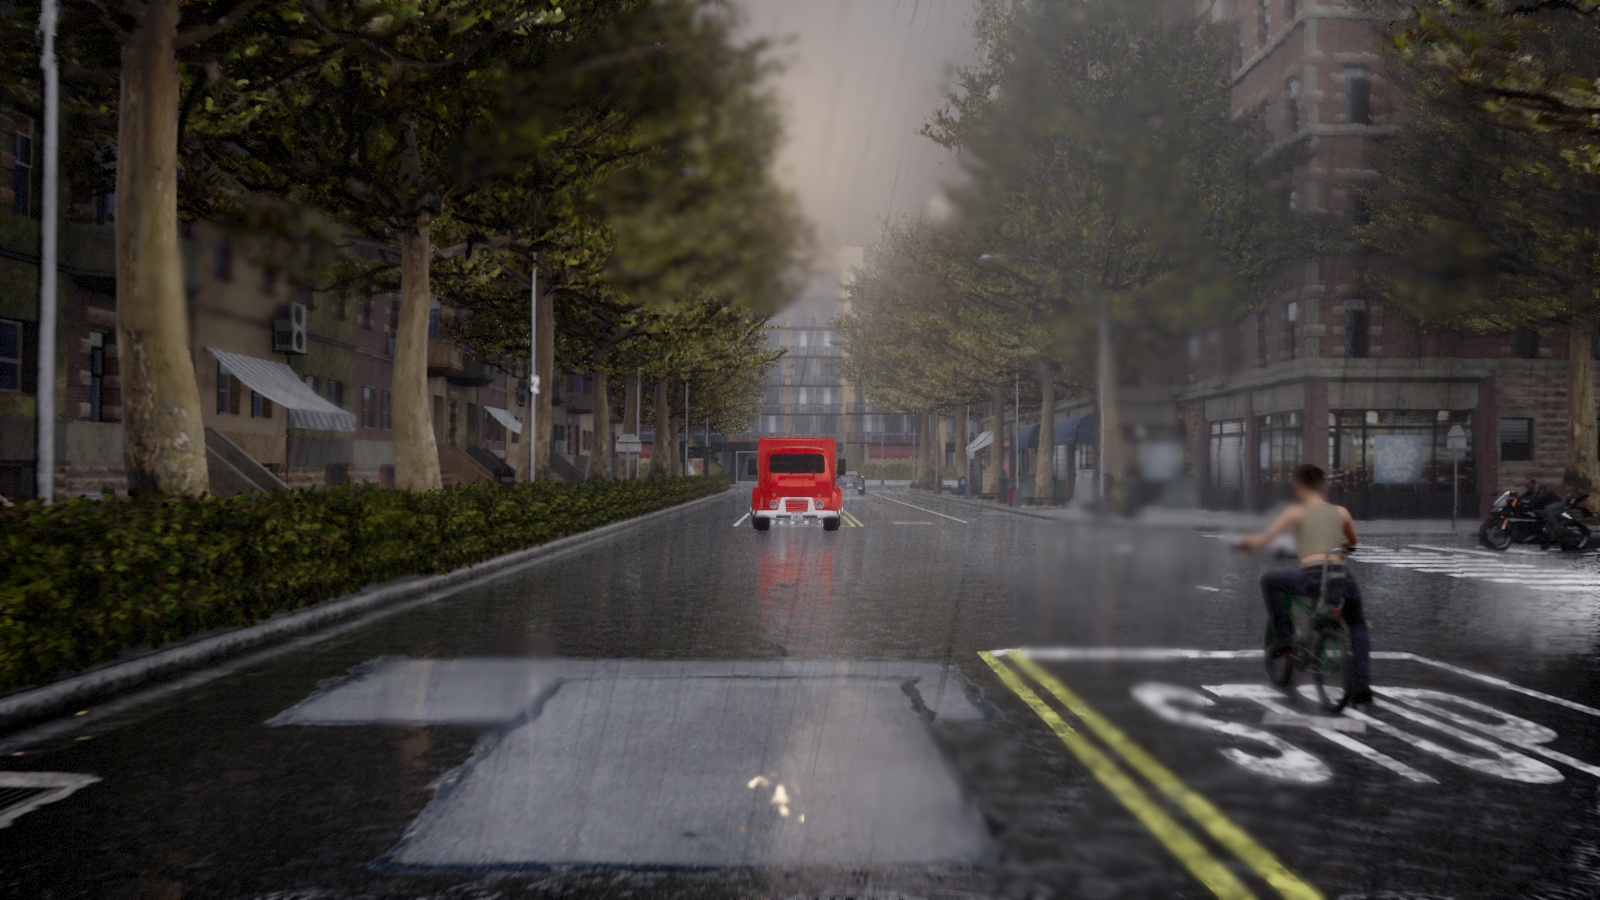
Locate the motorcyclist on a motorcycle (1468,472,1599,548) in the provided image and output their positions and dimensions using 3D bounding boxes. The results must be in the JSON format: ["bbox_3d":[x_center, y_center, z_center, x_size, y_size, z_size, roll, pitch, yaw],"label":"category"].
[{"bbox_3d":[15.011,1.220,25.726,2.191,1.530,0.866,0,-1,0],"label":"motorcyclist on a motorcycle"}]

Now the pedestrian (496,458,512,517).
[{"bbox_3d":[-9.426,1.178,39.960,0.376,1.854,0.720,0,-1,-2],"label":"pedestrian"}]

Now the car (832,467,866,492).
[{"bbox_3d":[3.301,2.012,85.539,2.152,1.651,5.027,0,-1,0],"label":"car"}]

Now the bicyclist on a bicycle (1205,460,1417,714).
[{"bbox_3d":[3.498,0.884,8.754,0.866,1.612,1.509,0,-1,1],"label":"bicyclist on a bicycle"}]

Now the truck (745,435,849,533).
[{"bbox_3d":[-0.081,0.903,34.323,2.627,2.467,5.204,0,-1,0],"label":"truck"}]
